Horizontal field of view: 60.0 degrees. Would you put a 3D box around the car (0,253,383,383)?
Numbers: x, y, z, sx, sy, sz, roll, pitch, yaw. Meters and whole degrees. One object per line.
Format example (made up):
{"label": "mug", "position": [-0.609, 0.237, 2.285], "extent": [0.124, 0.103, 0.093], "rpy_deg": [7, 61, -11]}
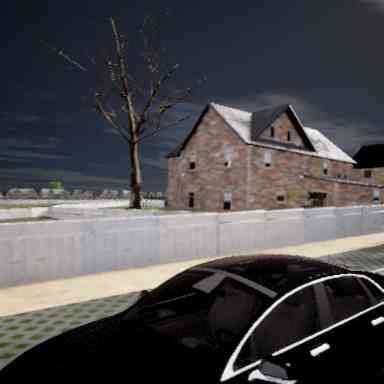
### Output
{"label": "car", "position": [0.592, 1.507, 3.467], "extent": [4.892, 1.490, 1.837], "rpy_deg": [0, 0, -35]}
